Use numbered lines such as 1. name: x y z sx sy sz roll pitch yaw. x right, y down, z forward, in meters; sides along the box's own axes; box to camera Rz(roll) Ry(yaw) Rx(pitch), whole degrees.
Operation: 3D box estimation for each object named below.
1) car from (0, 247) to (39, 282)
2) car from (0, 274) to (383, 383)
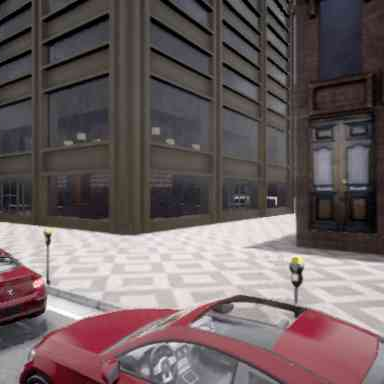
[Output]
1. car: -4.297 1.578 6.031 4.206 1.307 1.802 0 0 36
2. car: 0.277 1.581 2.768 4.206 1.307 1.802 0 0 36
